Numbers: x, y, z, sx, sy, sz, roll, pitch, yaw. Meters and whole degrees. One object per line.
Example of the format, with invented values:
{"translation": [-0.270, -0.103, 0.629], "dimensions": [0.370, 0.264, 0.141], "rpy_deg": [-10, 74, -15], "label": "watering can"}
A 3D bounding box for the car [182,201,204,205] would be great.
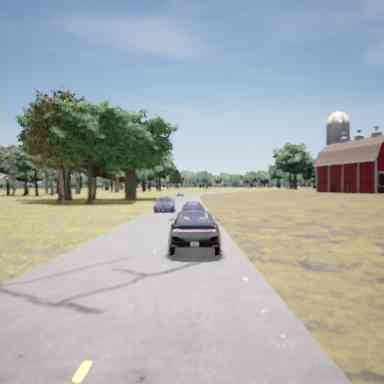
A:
{"translation": [0.096, 1.494, 29.160], "dimensions": [1.994, 1.385, 4.181], "rpy_deg": [0, 0, 0], "label": "car"}

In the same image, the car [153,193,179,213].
{"translation": [-2.841, 1.245, 35.148], "dimensions": [2.097, 1.767, 4.553], "rpy_deg": [0, 0, 0], "label": "car"}

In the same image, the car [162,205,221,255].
{"translation": [0.094, 1.484, 13.290], "dimensions": [2.128, 1.511, 4.902], "rpy_deg": [0, 0, 0], "label": "car"}

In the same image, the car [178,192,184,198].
{"translation": [-2.708, 0.682, 77.648], "dimensions": [2.033, 1.411, 5.357], "rpy_deg": [0, 1, 0], "label": "car"}
